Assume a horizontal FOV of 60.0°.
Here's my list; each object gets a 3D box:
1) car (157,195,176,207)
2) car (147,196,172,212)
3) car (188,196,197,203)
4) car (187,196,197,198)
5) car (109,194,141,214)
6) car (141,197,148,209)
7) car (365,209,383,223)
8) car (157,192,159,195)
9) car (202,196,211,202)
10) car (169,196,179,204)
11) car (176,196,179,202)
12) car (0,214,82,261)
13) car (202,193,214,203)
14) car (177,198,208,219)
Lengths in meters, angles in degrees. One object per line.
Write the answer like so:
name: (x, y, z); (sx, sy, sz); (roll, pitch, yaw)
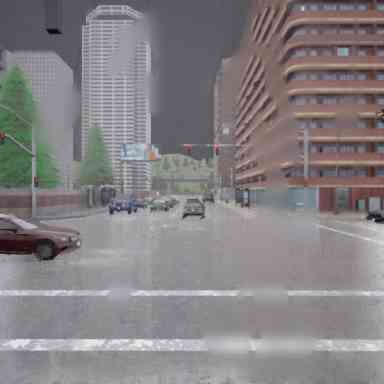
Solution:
car: (-3.658, 1.523, 47.343); (1.812, 1.442, 4.674); (0, 0, 0)
car: (-3.651, 1.523, 38.247); (1.812, 1.442, 4.674); (0, 0, 0)
car: (0.021, 1.521, 69.862); (1.812, 1.442, 4.674); (0, 0, 0)
car: (0.023, 1.474, 54.921); (1.882, 1.535, 5.008); (0, 0, 0)
car: (-7.150, 1.220, 35.187); (2.150, 2.045, 5.566); (0, 0, 0)
car: (-7.163, 1.545, 45.437); (2.033, 1.411, 5.357); (0, 0, 0)
car: (15.000, 1.491, 23.239); (5.357, 1.411, 2.033); (0, 0, -12)
car: (-7.134, 1.348, 64.775); (2.097, 1.767, 4.553); (0, 0, 0)
car: (3.391, 1.572, 78.236); (1.895, 1.301, 4.718); (0, 0, 0)
car: (-3.615, 1.521, 67.010); (1.812, 1.442, 4.674); (0, 0, 0)
car: (-3.663, 1.544, 57.054); (2.033, 1.411, 5.357); (0, 0, 0)
car: (-6.261, 1.507, 11.516); (4.674, 1.442, 1.812); (0, 0, -1)
car: (3.405, 1.217, 68.668); (2.150, 2.045, 5.566); (0, 0, 0)
car: (0.151, 1.538, 29.277); (2.033, 1.411, 5.357); (0, 0, 2)
